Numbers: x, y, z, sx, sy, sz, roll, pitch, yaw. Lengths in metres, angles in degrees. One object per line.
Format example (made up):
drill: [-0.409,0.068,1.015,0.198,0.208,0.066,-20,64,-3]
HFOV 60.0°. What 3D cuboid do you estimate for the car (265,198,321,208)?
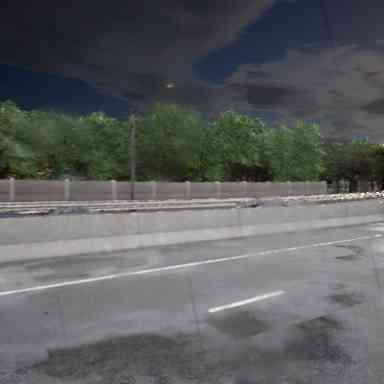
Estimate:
car: [8.590,1.401,27.005,5.008,1.535,1.882,-1,0,-34]

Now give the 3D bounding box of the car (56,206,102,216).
car: [-7.574,1.548,20.049,4.181,1.385,1.994,0,0,-35]

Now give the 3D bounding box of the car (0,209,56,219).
car: [-8.675,1.553,14.984,4.181,1.385,1.994,0,0,-35]

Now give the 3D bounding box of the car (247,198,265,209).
car: [7.912,1.399,30.773,4.902,1.511,2.128,-1,0,-34]

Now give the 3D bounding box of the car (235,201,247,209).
car: [6.584,1.388,34.100,4.902,1.511,2.128,-1,0,-34]

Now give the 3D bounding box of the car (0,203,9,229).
car: [-13.843,1.489,19.899,4.892,1.490,1.837,0,0,-35]
